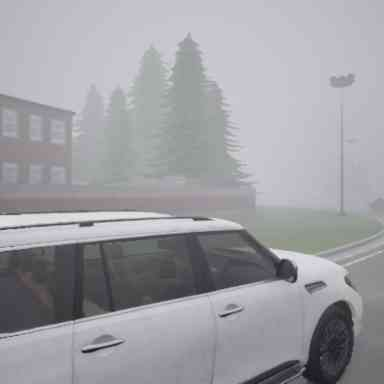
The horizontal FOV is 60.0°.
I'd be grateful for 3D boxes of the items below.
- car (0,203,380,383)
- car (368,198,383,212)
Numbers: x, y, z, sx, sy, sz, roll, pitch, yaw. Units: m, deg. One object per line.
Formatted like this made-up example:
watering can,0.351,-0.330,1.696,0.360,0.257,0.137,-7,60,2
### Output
car,-0.381,1.220,3.595,5.566,2.045,2.150,0,0,-38
car,21.620,1.447,37.545,1.837,1.490,4.892,1,1,-2
